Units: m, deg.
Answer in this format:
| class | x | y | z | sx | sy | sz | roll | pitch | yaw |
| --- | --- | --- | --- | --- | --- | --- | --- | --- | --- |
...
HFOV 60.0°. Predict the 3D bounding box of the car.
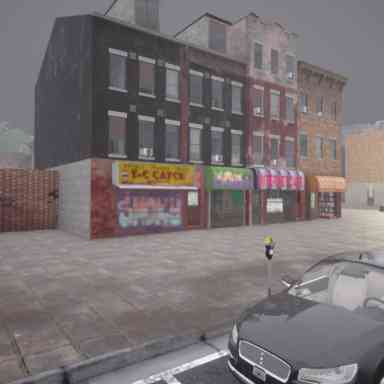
| class | x | y | z | sx | sy | sz | roll | pitch | yaw |
| --- | --- | --- | --- | --- | --- | --- | --- | --- | --- |
| car | 2.444 | 1.552 | 4.541 | 4.403 | 1.369 | 2.008 | 0 | 0 | -35 |
